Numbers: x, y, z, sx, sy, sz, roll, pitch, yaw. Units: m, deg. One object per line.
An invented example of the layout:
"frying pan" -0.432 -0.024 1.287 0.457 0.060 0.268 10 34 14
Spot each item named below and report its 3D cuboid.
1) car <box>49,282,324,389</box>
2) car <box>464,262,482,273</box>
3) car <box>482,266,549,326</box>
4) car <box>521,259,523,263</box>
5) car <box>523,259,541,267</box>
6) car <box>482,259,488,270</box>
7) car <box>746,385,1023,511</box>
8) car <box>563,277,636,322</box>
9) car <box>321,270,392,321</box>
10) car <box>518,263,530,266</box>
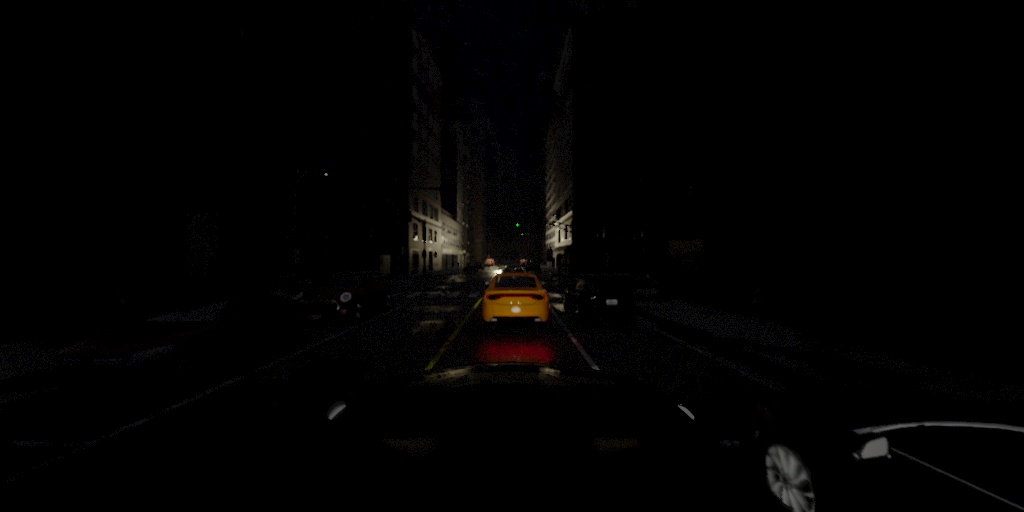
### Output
"car" -5.666 1.356 6.843 1.802 1.307 4.207 0 0 0
"car" -5.611 1.586 49.446 1.802 1.307 4.207 0 0 0
"car" 0.103 1.275 11.907 1.882 1.535 5.008 0 0 0
"car" 2.940 1.624 60.246 2.007 1.370 4.403 0 0 0
"car" 2.915 1.444 49.429 1.967 1.591 4.097 0 0 0
"car" -5.585 1.624 60.262 2.007 1.370 4.403 0 0 0
"car" 2.857 1.299 1.338 2.007 1.370 4.403 0 0 0
"car" 2.863 1.365 12.340 1.948 1.339 4.313 0 0 0
"car" -5.663 1.239 12.345 1.967 1.591 4.097 0 0 0
"car" 0.112 1.467 27.503 1.994 1.385 4.181 0 -1 0
